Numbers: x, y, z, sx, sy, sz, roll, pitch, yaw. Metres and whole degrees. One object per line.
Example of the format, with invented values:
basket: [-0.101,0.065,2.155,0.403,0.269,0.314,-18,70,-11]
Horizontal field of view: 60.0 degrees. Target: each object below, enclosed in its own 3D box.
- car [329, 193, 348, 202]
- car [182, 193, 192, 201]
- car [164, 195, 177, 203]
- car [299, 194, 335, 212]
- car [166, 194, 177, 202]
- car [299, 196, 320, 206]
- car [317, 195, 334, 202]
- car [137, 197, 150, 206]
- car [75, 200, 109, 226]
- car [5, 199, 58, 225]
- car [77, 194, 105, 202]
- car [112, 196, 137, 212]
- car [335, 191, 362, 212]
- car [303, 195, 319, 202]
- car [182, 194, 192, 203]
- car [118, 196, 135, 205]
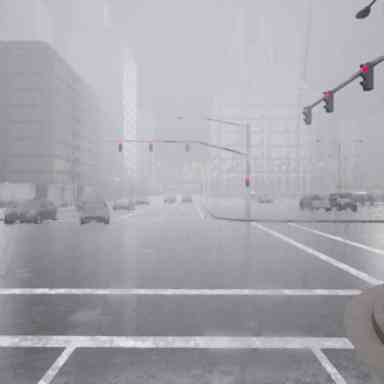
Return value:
car: [30.095,1.111,68.512,1.932,1.855,4.605,0,0,0]
car: [-1.046,1.136,74.587,2.097,1.767,4.553,0,0,0]
car: [-4.502,1.524,65.761,1.994,1.385,4.181,0,0,0]
car: [13.196,1.131,35.923,1.932,1.855,4.605,0,0,0]
car: [-4.546,1.306,74.600,2.128,1.511,4.902,0,0,0]
car: [18.771,1.363,53.344,1.970,1.475,3.806,0,0,0]
car: [27.412,1.322,68.457,1.784,1.438,3.905,0,0,0]
car: [-8.028,1.529,54.045,1.994,1.385,4.181,0,0,0]
car: [-6.946,1.533,23.755,2.033,1.411,5.357,0,0,-15]
car: [-11.279,1.338,23.648,2.097,1.767,4.553,0,0,-2]
car: [-11.461,1.199,38.027,2.150,2.045,5.566,0,0,0]
car: [-7.962,1.502,38.870,1.812,1.442,4.674,0,0,0]
car: [16.090,1.134,35.873,1.905,1.878,3.866,0,0,0]
car: [24.517,1.354,68.454,1.970,1.475,3.806,0,0,0]
car: [-1.002,1.561,65.859,1.895,1.301,4.718,0,0,0]
car: [-11.534,1.456,59.078,2.128,1.511,4.902,0,0,0]
